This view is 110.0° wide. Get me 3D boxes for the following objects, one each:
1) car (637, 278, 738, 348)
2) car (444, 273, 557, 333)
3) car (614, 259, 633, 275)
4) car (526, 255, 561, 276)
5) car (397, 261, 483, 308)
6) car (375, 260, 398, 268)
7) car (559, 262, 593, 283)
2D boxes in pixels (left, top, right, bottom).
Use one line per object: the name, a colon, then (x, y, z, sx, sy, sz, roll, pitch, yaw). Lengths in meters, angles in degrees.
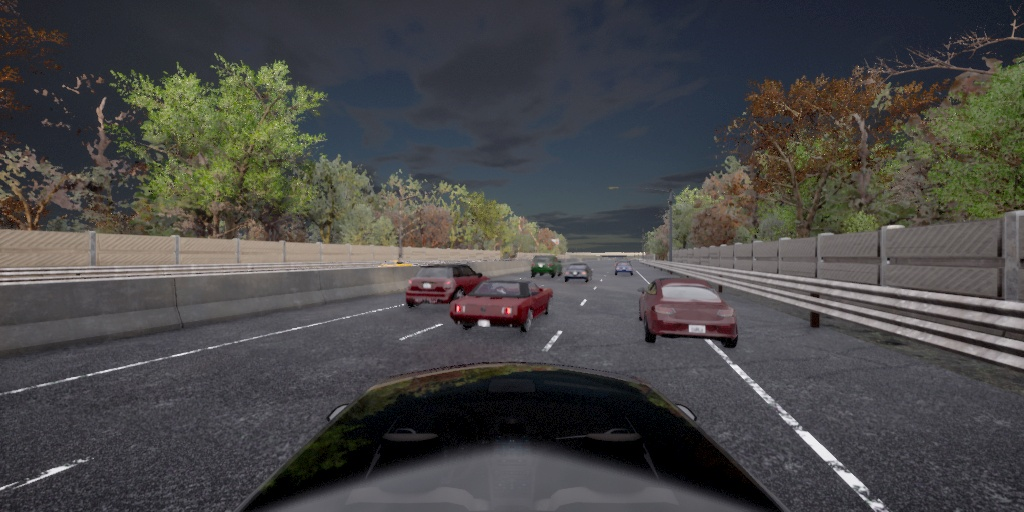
car: (4.328, 1.279, 9.290, 1.812, 1.442, 4.674, 0, 0, 17)
car: (-0.024, 1.353, 10.876, 1.895, 1.301, 4.718, 0, 0, 17)
car: (12.226, 1.316, 39.207, 2.033, 1.411, 5.357, 0, 0, 17)
car: (3.324, 0.980, 33.948, 2.150, 2.045, 5.566, 0, -1, 17)
car: (-2.433, 1.105, 14.985, 2.097, 1.767, 4.553, 0, 0, 17)
car: (-13.290, 1.240, 40.134, 1.882, 1.535, 5.008, 0, 0, 17)
car: (5.362, 1.309, 28.619, 2.033, 1.411, 5.357, 0, 0, 17)
